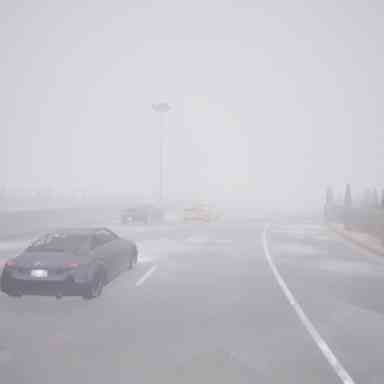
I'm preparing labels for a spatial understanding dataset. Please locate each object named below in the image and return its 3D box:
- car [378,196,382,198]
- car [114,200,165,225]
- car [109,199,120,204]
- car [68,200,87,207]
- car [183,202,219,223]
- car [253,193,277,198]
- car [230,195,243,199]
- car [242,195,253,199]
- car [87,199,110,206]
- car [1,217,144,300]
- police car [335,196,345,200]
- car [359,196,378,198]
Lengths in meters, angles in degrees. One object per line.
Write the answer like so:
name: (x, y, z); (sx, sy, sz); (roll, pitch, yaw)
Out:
car: (39.473, 1.592, 70.593); (4.553, 1.767, 2.097); (0, 0, -36)
car: (-3.417, 1.500, 23.842); (1.837, 1.490, 4.892); (0, 0, 15)
car: (-6.648, 1.586, 36.717); (1.895, 1.301, 4.718); (0, 0, 22)
car: (-12.690, 1.556, 40.400); (1.895, 1.301, 4.718); (0, 0, 23)
car: (0.807, 1.496, 25.804); (1.882, 1.535, 5.008); (0, 0, 17)
car: (16.037, 1.330, 70.750); (2.150, 2.045, 5.566); (0, 0, 44)
car: (10.413, 1.426, 75.031); (2.097, 1.767, 4.553); (0, 0, 44)
car: (13.700, 1.640, 73.361); (1.994, 1.385, 4.181); (0, 0, 44)
car: (-9.462, 1.519, 39.104); (2.033, 1.411, 5.357); (0, 0, 23)
car: (-2.776, 1.554, 8.467); (1.994, 1.385, 4.181); (0, 0, 6)
police car: (28.401, 1.605, 61.797); (5.238, 1.638, 1.930); (0, 0, -43)
car: (34.939, 1.694, 67.300); (5.008, 1.535, 1.882); (0, 0, -37)
